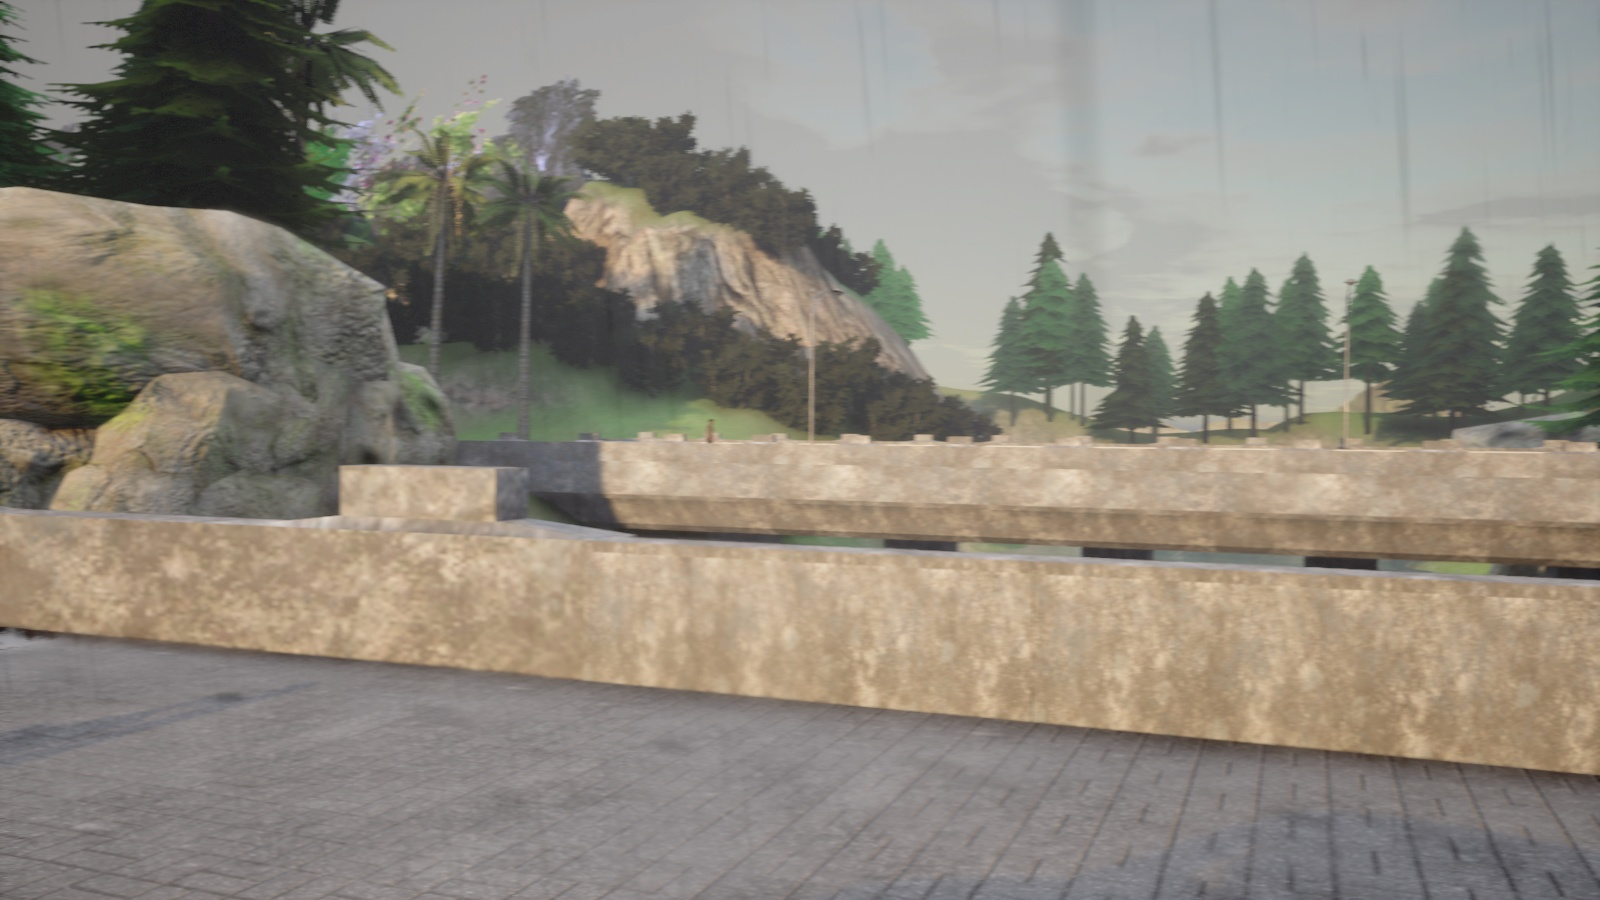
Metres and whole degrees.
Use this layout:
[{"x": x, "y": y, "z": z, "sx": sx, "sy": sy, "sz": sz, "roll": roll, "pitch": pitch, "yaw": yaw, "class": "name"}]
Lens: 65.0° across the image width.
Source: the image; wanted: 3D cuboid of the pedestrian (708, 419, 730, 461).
[{"x": -3.505, "y": -0.428, "z": 54.585, "sx": 0.869, "sy": 1.805, "sz": 0.328, "roll": 0, "pitch": 1, "yaw": 18, "class": "pedestrian"}]
